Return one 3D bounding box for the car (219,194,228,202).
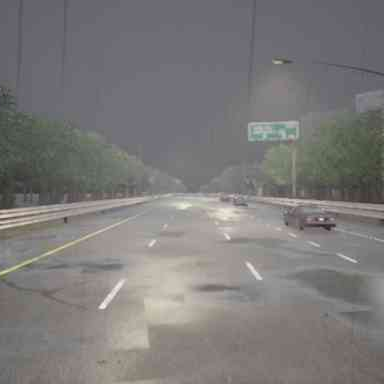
[{"bbox_3d":[7.191,1.294,73.098,2.097,1.767,4.553,0,0,0],"label":"car"}]

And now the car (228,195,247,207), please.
[{"bbox_3d":[7.116,1.510,50.137,2.033,1.411,5.357,0,0,0],"label":"car"}]

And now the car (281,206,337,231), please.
[{"bbox_3d":[7.022,1.541,20.545,2.033,1.411,5.357,0,0,0],"label":"car"}]
